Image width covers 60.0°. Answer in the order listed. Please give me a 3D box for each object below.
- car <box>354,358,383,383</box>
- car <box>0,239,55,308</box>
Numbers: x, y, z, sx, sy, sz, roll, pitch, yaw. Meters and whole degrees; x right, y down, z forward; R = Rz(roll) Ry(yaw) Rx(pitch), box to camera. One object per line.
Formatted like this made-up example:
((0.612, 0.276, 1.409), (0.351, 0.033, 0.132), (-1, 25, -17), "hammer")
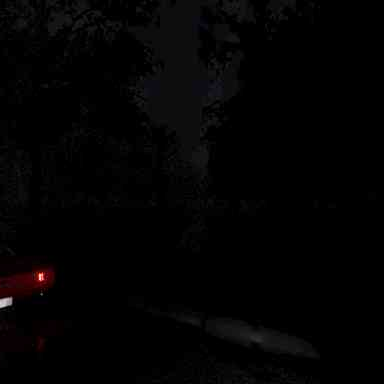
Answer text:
((3.139, 1.504, 1.139), (4.892, 1.490, 1.837), (0, 0, 35), "car")
((-5.016, 1.611, 6.981), (4.718, 1.301, 1.895), (0, 0, 36), "car")
